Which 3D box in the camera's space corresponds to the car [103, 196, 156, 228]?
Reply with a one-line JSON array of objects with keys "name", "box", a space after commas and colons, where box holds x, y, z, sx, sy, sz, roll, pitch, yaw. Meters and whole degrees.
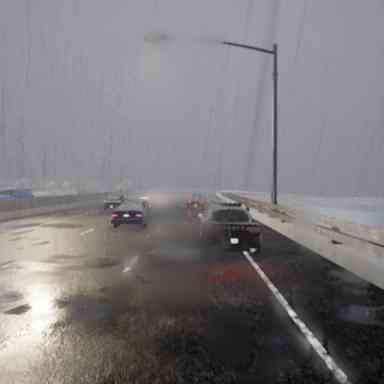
[{"name": "car", "box": [-3.276, 1.198, 19.308, 2.033, 1.411, 5.357, 0, 1, 1]}]

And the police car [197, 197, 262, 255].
[{"name": "police car", "box": [1.279, 1.198, 12.449, 1.930, 1.638, 5.238, 0, 1, 0]}]

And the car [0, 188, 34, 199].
[{"name": "car", "box": [-17.266, 0.653, 31.812, 2.150, 2.045, 5.566, 0, 1, 1]}]

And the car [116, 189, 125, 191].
[{"name": "car", "box": [-15.885, 0.064, 73.354, 2.097, 1.767, 4.553, 0, 1, 2]}]

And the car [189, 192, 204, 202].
[{"name": "car", "box": [0.723, 0.718, 48.048, 1.994, 1.385, 4.181, 0, 1, 2]}]

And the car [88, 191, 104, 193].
[{"name": "car", "box": [-19.534, 0.399, 69.889, 1.895, 1.301, 4.718, 0, 1, 2]}]

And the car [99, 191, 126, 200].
[{"name": "car", "box": [-6.609, 0.957, 29.935, 2.128, 1.511, 4.902, 0, 1, 1]}]

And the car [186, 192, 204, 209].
[{"name": "car", "box": [0.417, 0.986, 34.477, 1.895, 1.301, 4.718, 0, 1, 2]}]

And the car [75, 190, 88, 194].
[{"name": "car", "box": [-23.030, 0.302, 70.069, 1.837, 1.490, 4.892, 0, 1, 2]}]
